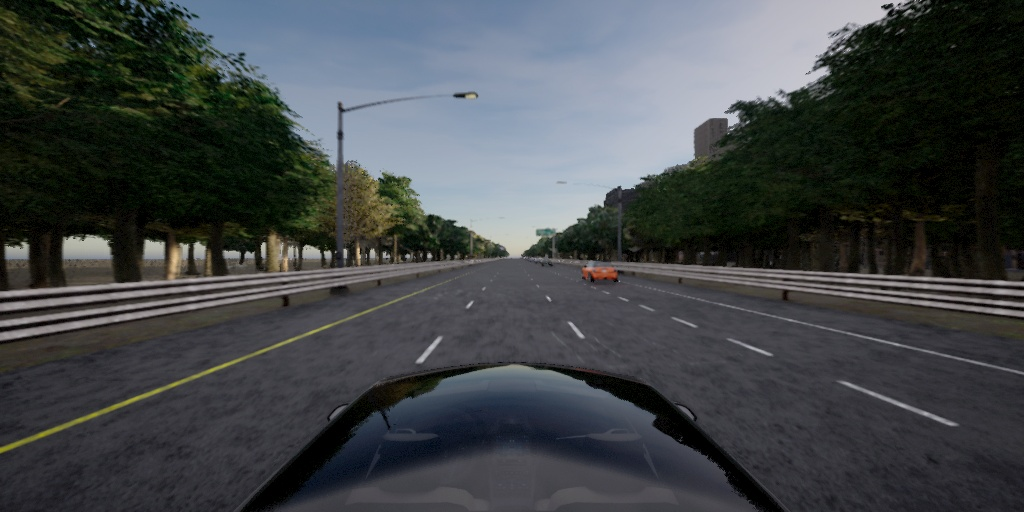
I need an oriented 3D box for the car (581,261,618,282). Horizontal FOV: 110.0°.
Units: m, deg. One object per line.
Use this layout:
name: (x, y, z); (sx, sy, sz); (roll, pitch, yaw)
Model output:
car: (7.010, 1.158, 29.256); (2.097, 1.767, 4.553); (0, 0, 0)
